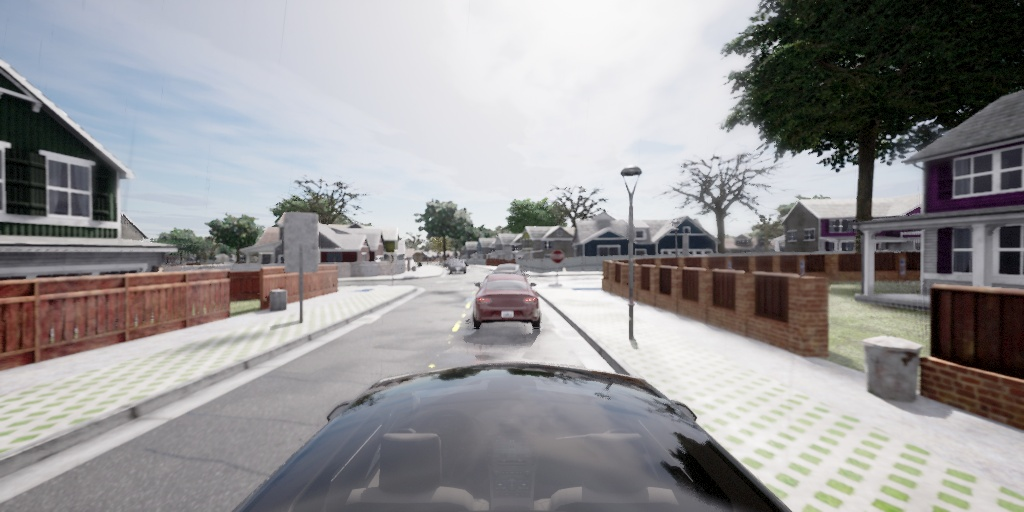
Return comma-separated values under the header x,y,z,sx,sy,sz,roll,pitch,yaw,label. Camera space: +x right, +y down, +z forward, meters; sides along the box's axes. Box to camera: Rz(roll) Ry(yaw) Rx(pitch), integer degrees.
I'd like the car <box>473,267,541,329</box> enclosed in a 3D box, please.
x,y,z,sx,sy,sz,roll,pitch,yaw,label
-0.189,1.255,11.106,1.812,1.442,4.674,0,0,-2,car

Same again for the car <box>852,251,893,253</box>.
x,y,z,sx,sy,sz,roll,pitch,yaw,label
27.572,0.409,28.200,4.553,1.767,2.097,-1,1,8,car

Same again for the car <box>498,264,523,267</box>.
x,y,z,sx,sy,sz,roll,pitch,yaw,label
-0.065,1.228,21.798,1.837,1.490,4.892,-1,0,7,car

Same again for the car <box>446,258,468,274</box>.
x,y,z,sx,sy,sz,roll,pitch,yaw,label
-6.252,1.265,41.548,2.128,1.511,4.902,0,0,-9,car
